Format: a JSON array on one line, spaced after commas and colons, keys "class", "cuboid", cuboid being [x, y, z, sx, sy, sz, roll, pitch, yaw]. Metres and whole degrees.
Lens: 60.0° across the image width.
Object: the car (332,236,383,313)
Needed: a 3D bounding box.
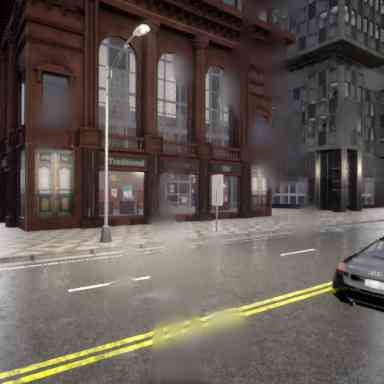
[{"class": "car", "cuboid": [4.790, 1.561, 6.874, 4.181, 1.385, 1.994, 0, 0, -35]}]
